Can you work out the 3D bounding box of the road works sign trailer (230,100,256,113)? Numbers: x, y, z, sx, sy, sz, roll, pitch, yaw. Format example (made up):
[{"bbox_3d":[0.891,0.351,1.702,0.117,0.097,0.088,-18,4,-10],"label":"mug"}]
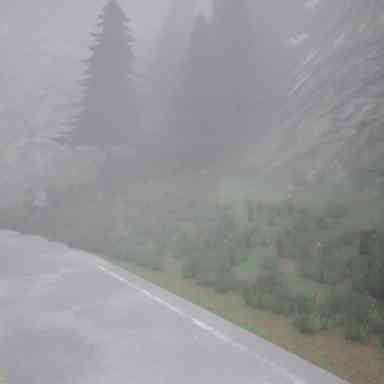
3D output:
[{"bbox_3d":[3.169,-8.299,26.164,2.880,3.560,2.380,-22,0,-33],"label":"road works sign trailer"}]
